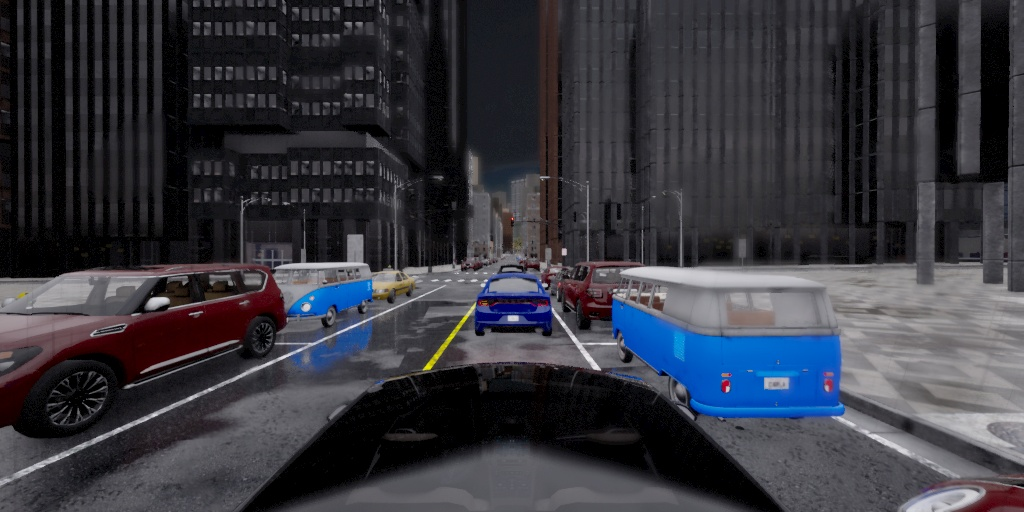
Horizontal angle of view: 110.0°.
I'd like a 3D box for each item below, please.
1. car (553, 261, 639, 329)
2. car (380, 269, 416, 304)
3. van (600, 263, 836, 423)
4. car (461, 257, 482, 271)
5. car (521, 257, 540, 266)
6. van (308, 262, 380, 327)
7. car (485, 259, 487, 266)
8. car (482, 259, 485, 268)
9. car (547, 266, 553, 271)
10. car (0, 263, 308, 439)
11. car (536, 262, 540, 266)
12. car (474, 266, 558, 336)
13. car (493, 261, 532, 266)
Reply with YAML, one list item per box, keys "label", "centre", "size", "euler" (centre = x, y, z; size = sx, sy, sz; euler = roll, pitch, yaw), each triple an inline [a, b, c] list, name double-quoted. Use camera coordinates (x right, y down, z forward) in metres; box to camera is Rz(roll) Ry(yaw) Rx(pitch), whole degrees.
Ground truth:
- label: "car"
  centre: [2.764, 1.064, 11.115]
  size: [2.192, 1.841, 5.009]
  euler: [0, 0, 0]
- label: "car"
  centre: [-5.765, 1.276, 16.481]
  size: [1.751, 1.417, 4.829]
  euler: [0, 0, 0]
- label: "van"
  centre: [2.766, 1.091, 5.590]
  size: [1.690, 1.789, 3.998]
  euler: [0, 0, 0]
- label: "car"
  centre: [-5.769, 1.084, 49.215]
  size: [2.192, 1.841, 5.009]
  euler: [0, 0, 0]
- label: "car"
  centre: [2.756, 1.084, 49.206]
  size: [2.192, 1.841, 5.009]
  euler: [0, 0, 0]
- label: "van"
  centre: [-5.766, 1.090, 11.127]
  size: [1.690, 1.789, 3.998]
  euler: [0, 0, 0]
- label: "car"
  centre: [-5.771, 1.347, 60.501]
  size: [1.948, 1.339, 4.313]
  euler: [0, 0, 0]
- label: "car"
  centre: [-5.770, 1.089, 54.858]
  size: [2.192, 1.841, 5.009]
  euler: [0, 0, 0]
- label: "car"
  centre: [2.762, 1.301, 16.641]
  size: [2.007, 1.370, 4.403]
  euler: [0, 0, 0]
- label: "car"
  centre: [-5.766, 1.064, 5.602]
  size: [2.192, 1.841, 5.009]
  euler: [0, 0, 0]
- label: "car"
  centre: [2.760, 1.297, 22.166]
  size: [1.888, 1.381, 4.507]
  euler: [0, 0, 0]
- label: "car"
  centre: [0.057, 1.227, 10.403]
  size: [1.882, 1.535, 5.008]
  euler: [0, 0, 1]
- label: "car"
  centre: [-0.002, 1.256, 20.774]
  size: [1.837, 1.490, 4.892]
  euler: [0, 0, 0]
